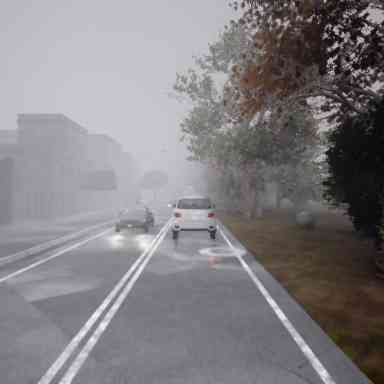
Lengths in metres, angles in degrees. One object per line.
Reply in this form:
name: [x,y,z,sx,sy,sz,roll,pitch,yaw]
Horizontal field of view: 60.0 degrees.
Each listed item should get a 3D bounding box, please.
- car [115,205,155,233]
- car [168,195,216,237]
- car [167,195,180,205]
car: [-3.334,1.538,20.100,1.812,1.442,4.674,0,0,0]
car: [0.112,1.233,18.072,2.150,2.045,5.566,0,0,0]
car: [-3.234,1.363,60.195,2.097,1.767,4.553,0,0,1]
